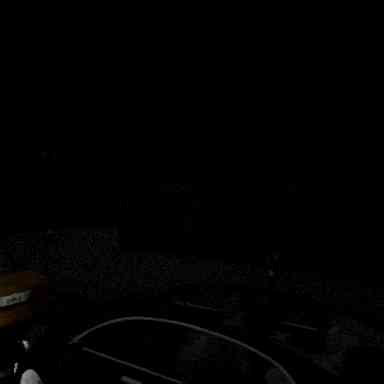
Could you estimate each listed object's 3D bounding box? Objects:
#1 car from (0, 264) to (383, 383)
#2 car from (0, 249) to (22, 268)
[{"bbox_3d":[0.040,1.563,3.051,4.403,1.369,2.008,-1,0,36],"label":"car"},{"bbox_3d":[-4.531,1.580,6.318,4.829,1.417,1.752,-1,0,36],"label":"car"}]
